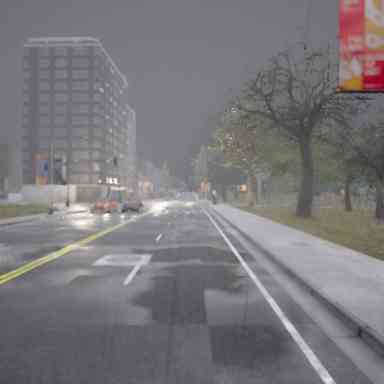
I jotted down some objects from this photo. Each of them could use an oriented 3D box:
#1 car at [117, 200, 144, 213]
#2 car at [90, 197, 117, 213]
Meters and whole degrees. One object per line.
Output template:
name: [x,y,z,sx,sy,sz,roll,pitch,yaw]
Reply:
car: [-6.495,1.582,37.110,2.033,1.411,5.357,0,0,0]
car: [-9.748,1.384,36.970,2.097,1.767,4.553,0,0,0]
